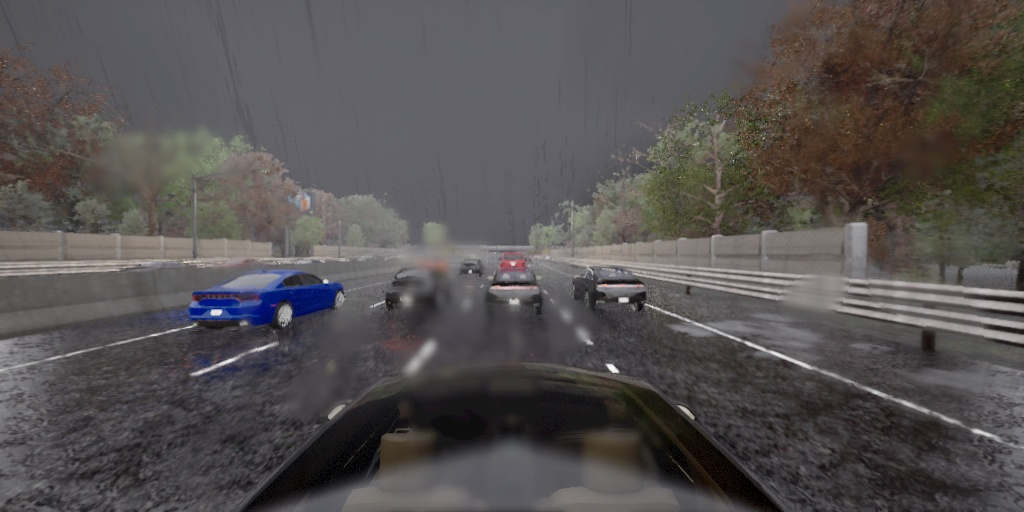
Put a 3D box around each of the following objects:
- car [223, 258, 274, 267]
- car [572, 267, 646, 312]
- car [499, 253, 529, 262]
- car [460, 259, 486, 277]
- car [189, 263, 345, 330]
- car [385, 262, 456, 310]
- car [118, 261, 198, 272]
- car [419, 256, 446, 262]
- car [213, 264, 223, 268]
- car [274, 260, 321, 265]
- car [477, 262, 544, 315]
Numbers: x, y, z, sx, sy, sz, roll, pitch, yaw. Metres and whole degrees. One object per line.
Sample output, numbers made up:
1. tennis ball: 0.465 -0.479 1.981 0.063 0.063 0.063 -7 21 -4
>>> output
1. car: -21.108 1.120 30.007 1.895 1.301 4.718 0 0 0
2. car: 3.496 1.142 13.647 2.128 1.511 4.902 0 0 0
3. car: 0.086 0.735 31.014 2.150 2.045 5.566 0 0 0
4. car: -3.412 1.012 31.734 1.837 1.490 4.892 0 0 0
5. car: -6.902 1.152 10.842 1.882 1.535 5.008 0 0 0
6. car: -3.405 1.154 14.015 1.837 1.490 4.892 0 1 0
7. car: -28.109 1.076 28.796 2.033 1.411 5.357 0 0 0
8. car: -6.913 0.861 31.476 2.097 1.767 4.553 0 0 0
9. car: -24.605 0.976 32.654 1.882 1.535 5.008 0 0 0
10. car: -17.607 1.041 30.558 1.812 1.442 4.674 0 0 0
11. car: 0.095 1.149 13.064 2.128 1.511 4.902 0 0 0
